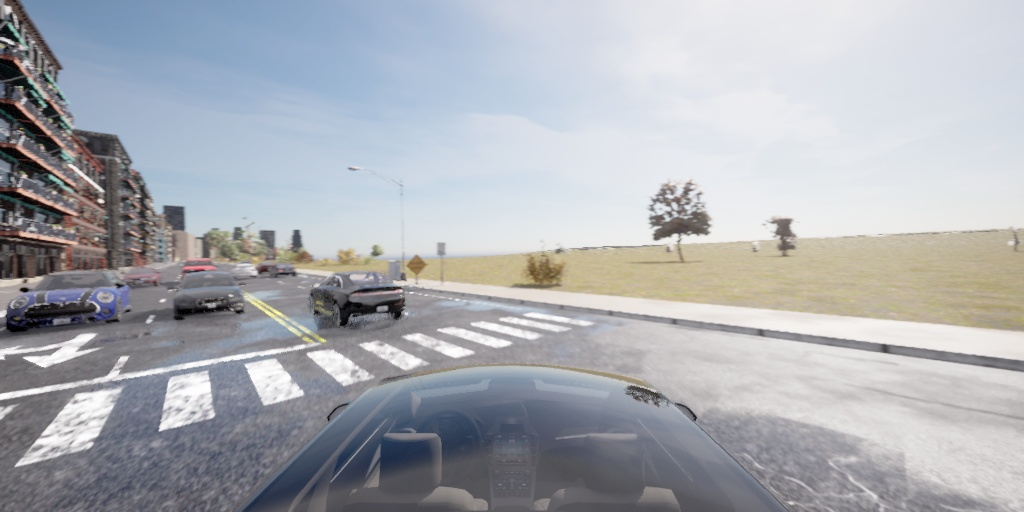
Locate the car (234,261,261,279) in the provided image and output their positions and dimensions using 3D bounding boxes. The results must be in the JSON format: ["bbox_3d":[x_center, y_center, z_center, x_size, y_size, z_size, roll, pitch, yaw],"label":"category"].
[{"bbox_3d":[-26.674,1.518,35.642,1.812,1.442,4.674,-2,1,-42],"label":"car"}]

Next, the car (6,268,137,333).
[{"bbox_3d":[-14.360,1.302,11.912,2.097,1.767,4.553,-2,1,-42],"label":"car"}]

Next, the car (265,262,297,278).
[{"bbox_3d":[-23.999,1.469,37.526,2.033,1.411,5.357,-2,1,-41],"label":"car"}]

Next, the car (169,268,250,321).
[{"bbox_3d":[-11.295,1.380,13.363,1.837,1.490,4.892,-2,1,-42],"label":"car"}]

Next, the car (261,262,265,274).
[{"bbox_3d":[-30.822,1.469,45.081,1.882,1.535,5.008,-2,1,-42],"label":"car"}]

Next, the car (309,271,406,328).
[{"bbox_3d":[-5.167,1.256,11.698,2.128,1.511,4.902,-1,1,-41],"label":"car"}]

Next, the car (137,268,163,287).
[{"bbox_3d":[-28.169,1.621,27.377,1.812,1.442,4.674,-2,1,-42],"label":"car"}]

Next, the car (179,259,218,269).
[{"bbox_3d":[-26.821,1.260,30.743,2.150,2.045,5.566,-2,1,-41],"label":"car"}]

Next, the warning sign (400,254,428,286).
[{"bbox_3d":[-5.603,0.808,21.188,1.300,1.860,1.060,0,0,-42],"label":"warning sign"}]
